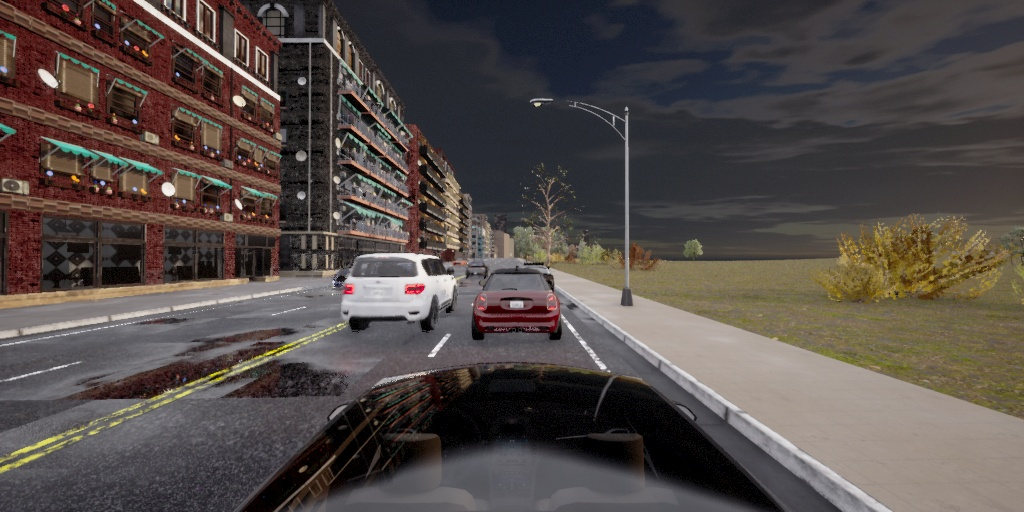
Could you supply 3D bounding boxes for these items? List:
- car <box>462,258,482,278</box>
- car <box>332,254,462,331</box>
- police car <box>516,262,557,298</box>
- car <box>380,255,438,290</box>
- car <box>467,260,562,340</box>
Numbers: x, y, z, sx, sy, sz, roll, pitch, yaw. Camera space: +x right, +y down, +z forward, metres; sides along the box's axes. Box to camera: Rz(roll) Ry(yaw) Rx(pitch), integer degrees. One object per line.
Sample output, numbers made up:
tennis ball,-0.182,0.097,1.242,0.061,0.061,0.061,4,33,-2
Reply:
car,-3.079,1.245,32.884,2.128,1.511,4.902,0,0,0
car,-3.131,0.970,11.081,2.150,2.045,5.566,0,0,0
police car,1.178,1.177,19.630,1.930,1.638,5.238,0,0,0
car,-6.551,0.973,23.581,2.150,2.045,5.566,0,0,0
car,0.114,1.103,10.134,2.097,1.767,4.553,0,0,0
